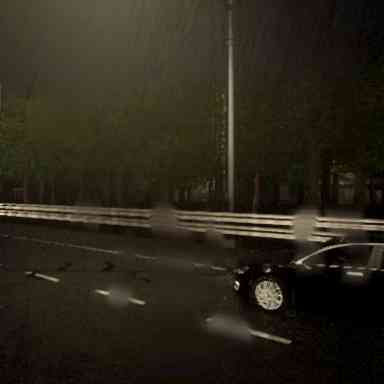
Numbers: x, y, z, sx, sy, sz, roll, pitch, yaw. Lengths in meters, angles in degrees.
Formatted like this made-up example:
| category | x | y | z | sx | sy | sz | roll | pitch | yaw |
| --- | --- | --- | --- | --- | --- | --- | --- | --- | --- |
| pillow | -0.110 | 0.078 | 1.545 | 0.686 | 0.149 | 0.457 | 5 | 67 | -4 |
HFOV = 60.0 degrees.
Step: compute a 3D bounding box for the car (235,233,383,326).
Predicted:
| category | x | y | z | sx | sy | sz | roll | pitch | yaw |
| --- | --- | --- | --- | --- | --- | --- | --- | --- | --- |
| car | 3.120 | 1.507 | 5.945 | 4.892 | 1.490 | 1.837 | 0 | 0 | 36 |
